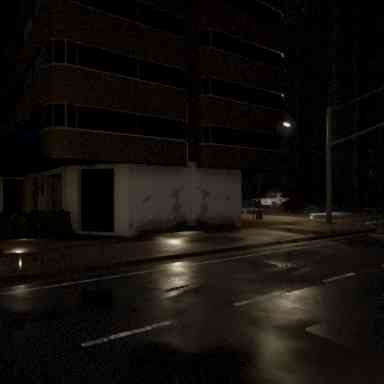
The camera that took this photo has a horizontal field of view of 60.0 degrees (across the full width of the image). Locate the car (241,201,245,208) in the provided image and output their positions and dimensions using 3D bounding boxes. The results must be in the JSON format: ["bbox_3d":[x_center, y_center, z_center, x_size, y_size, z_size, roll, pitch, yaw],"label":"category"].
[{"bbox_3d":[5.284,1.477,47.025,1.882,1.535,5.008,0,0,-36],"label":"car"}]

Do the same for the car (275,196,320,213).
[{"bbox_3d":[12.115,1.526,37.590,1.812,1.442,4.674,0,0,-36],"label":"car"}]

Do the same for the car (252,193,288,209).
[{"bbox_3d":[10.785,1.221,45.692,2.150,2.045,5.566,0,0,-36],"label":"car"}]
